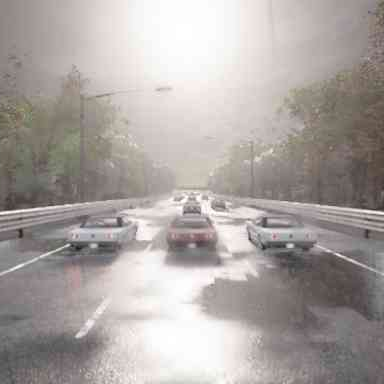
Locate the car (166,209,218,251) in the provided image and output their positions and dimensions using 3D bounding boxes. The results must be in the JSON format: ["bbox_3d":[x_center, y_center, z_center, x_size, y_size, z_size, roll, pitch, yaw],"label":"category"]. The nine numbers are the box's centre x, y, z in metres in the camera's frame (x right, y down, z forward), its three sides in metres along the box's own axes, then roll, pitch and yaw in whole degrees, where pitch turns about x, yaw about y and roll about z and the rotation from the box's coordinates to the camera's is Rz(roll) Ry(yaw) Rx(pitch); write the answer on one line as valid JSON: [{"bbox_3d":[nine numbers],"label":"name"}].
[{"bbox_3d":[0.005,1.615,14.053,1.895,1.301,4.718,0,0,0],"label":"car"}]

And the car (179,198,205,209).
[{"bbox_3d":[0.010,1.574,33.121,2.033,1.411,5.357,0,0,0],"label":"car"}]

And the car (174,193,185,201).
[{"bbox_3d":[-3.477,1.556,83.178,2.128,1.511,4.902,0,0,0],"label":"car"}]

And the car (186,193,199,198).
[{"bbox_3d":[0.021,1.557,77.140,1.812,1.442,4.674,0,0,0],"label":"car"}]

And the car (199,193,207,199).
[{"bbox_3d":[3.526,1.527,93.670,1.837,1.490,4.892,0,0,0],"label":"car"}]

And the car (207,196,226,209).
[{"bbox_3d":[3.512,1.580,45.117,2.033,1.411,5.357,0,0,0],"label":"car"}]

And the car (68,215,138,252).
[{"bbox_3d":[-3.496,1.615,14.054,1.895,1.301,4.718,0,0,0],"label":"car"}]

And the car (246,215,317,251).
[{"bbox_3d":[3.504,1.616,14.051,1.895,1.301,4.718,0,0,0],"label":"car"}]
